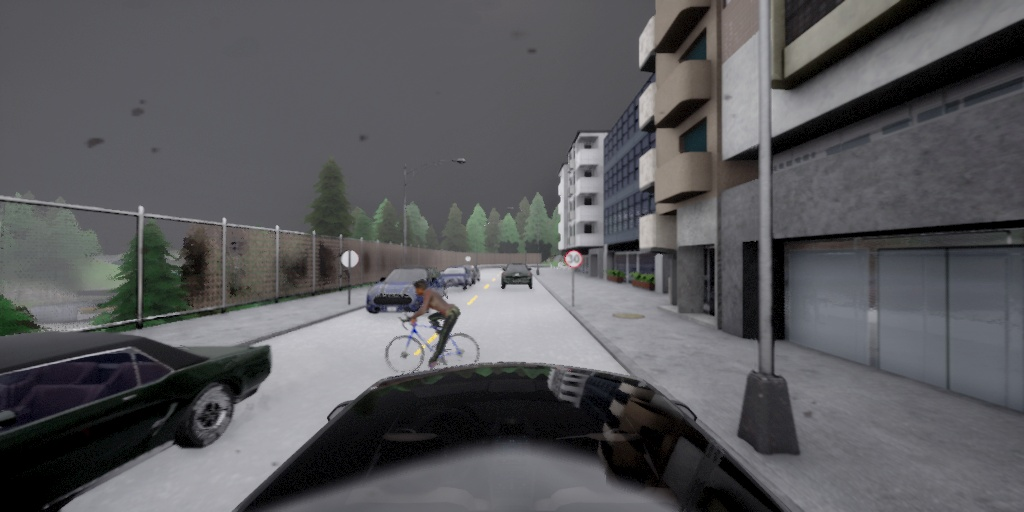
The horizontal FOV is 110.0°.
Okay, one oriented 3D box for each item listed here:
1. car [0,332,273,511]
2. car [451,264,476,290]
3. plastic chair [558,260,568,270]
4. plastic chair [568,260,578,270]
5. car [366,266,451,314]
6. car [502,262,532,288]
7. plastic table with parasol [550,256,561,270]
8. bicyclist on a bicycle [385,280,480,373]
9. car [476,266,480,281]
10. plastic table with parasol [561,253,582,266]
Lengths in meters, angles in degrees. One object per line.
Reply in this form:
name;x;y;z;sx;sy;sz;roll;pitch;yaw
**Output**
car;-4.113;1.356;2.498;1.895;1.301;4.718;0;0;1
car;-3.766;1.451;24.247;1.812;1.442;4.674;0;0;1
plastic chair;8.392;1.730;59.251;0.730;1.272;0.750;0;0;11
plastic chair;9.864;1.717;57.615;0.750;1.272;0.730;0;0;11
car;-3.976;1.198;14.202;2.097;1.767;4.553;0;0;1
car;0.354;1.291;26.003;2.097;1.767;4.553;0;0;1
plastic table with parasol;8.456;1.158;63.371;2.482;2.480;2.482;0;0;1
bicyclist on a bicycle;-1.398;1.236;6.220;1.656;1.620;0.582;-2;0;1
car;-3.755;1.461;29.860;2.128;1.511;4.902;0;0;1
plastic table with parasol;9.869;1.124;59.046;2.482;2.480;2.482;0;0;1
